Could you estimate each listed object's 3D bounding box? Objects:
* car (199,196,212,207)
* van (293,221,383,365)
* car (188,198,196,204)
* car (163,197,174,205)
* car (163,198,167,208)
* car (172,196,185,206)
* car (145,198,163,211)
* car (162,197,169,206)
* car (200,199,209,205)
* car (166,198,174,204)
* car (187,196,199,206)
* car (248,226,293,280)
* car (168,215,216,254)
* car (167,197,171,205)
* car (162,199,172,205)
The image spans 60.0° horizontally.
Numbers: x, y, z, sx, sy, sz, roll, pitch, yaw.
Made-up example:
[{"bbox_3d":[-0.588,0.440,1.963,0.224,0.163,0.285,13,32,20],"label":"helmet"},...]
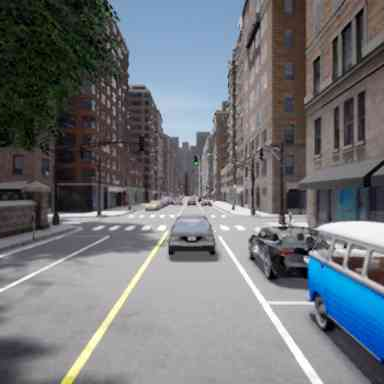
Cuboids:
[{"bbox_3d":[2.829,2.026,64.454,1.967,1.590,4.097,0,-1,0],"label":"car"},{"bbox_3d":[2.853,1.383,4.420,1.690,1.788,3.998,0,-1,0],"label":"van"},{"bbox_3d":[-0.034,2.210,83.040,1.812,1.442,4.674,0,-1,0],"label":"car"},{"bbox_3d":[-5.703,2.062,80.768,2.192,1.841,5.009,0,-1,0],"label":"car"},{"bbox_3d":[-5.691,2.034,53.512,2.008,1.369,4.403,0,-1,0],"label":"car"},{"bbox_3d":[-3.029,1.994,70.156,2.097,1.767,4.553,0,-1,0],"label":"car"},{"bbox_3d":[-5.689,1.957,47.892,1.752,1.417,4.829,0,-1,0],"label":"car"},{"bbox_3d":[-5.693,2.079,58.963,1.887,1.381,4.507,0,-1,0],"label":"car"},{"bbox_3d":[2.825,2.243,75.350,2.008,1.369,4.403,0,-1,0],"label":"car"},{"bbox_3d":[-5.704,2.326,86.046,1.752,1.417,4.829,0,-1,0],"label":"car"},{"bbox_3d":[-0.022,2.110,67.640,2.128,1.511,4.902,0,0,0],"label":"car"},{"bbox_3d":[2.852,1.660,10.078,1.947,1.339,4.313,0,-1,0],"label":"car"},{"bbox_3d":[-0.005,1.678,13.995,2.033,1.411,5.357,0,0,0],"label":"car"},{"bbox_3d":[-5.695,2.131,64.414,1.887,1.381,4.507,0,-1,0],"label":"car"},{"bbox_3d":[-5.700,2.244,75.315,2.008,1.369,4.403,0,-1,0],"label":"car"}]
